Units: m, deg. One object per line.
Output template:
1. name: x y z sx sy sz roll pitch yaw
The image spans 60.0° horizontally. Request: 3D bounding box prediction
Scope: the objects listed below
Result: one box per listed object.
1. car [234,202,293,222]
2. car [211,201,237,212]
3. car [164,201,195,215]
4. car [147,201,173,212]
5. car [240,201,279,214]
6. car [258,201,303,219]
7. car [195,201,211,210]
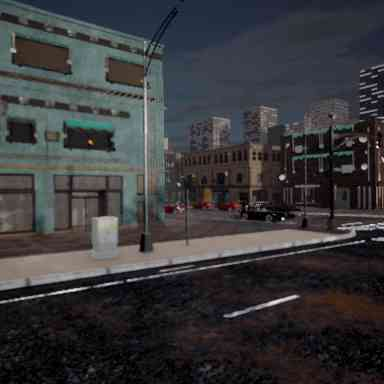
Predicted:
1. car: 6.019 1.806 28.374 1.947 1.339 4.313 -2 0 -35
2. car: 4.902 1.893 44.612 1.802 1.307 4.206 -2 0 -35
3. car: -1.929 1.839 39.751 1.967 1.590 4.097 -2 0 -35
4. car: -4.657 2.030 48.103 1.994 1.385 4.181 -1 0 -35
5. car: 8.110 1.798 40.101 2.008 1.369 4.403 -2 0 -35
6. car: 7.778 1.698 30.594 1.882 1.535 5.008 -1 0 -35
7. car: 1.694 1.956 49.121 1.802 1.307 4.206 -2 0 -35
